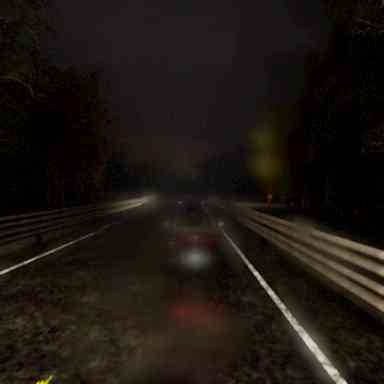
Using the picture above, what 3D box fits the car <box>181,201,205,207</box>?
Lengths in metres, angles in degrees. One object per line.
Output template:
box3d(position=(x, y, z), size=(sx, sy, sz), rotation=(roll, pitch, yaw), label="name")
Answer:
box3d(position=(0.096, 1.469, 27.627), size=(1.812, 1.442, 4.674), rotation=(0, 0, 0), label="car")

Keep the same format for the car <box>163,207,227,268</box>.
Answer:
box3d(position=(0.094, 1.483, 11.225), size=(1.837, 1.490, 4.892), rotation=(0, 0, 0), label="car")
